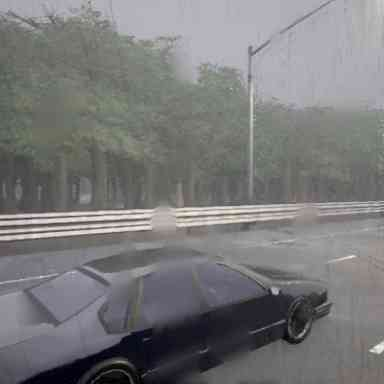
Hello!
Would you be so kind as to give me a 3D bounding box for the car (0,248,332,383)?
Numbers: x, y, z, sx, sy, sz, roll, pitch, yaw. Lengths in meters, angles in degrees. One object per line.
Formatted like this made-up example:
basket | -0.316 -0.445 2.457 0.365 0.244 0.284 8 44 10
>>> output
car | -0.264 1.525 4.547 5.357 1.411 2.033 0 0 -38
